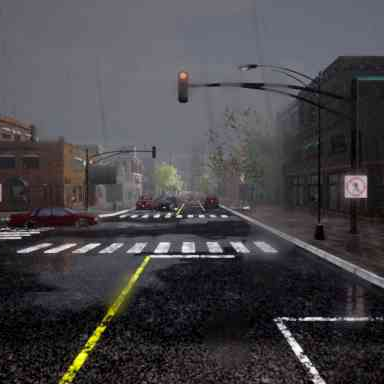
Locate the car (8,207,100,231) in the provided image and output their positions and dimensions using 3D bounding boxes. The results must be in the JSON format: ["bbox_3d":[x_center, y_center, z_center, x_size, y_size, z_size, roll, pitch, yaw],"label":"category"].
[{"bbox_3d":[-8.720,1.653,21.377,5.357,1.411,2.033,-1,1,-12],"label":"car"}]

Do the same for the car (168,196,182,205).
[{"bbox_3d":[-2.989,1.478,58.827,2.128,1.511,4.902,0,0,0],"label":"car"}]

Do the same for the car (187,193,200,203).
[{"bbox_3d":[0.015,1.476,67.431,2.128,1.511,4.902,0,0,0],"label":"car"}]

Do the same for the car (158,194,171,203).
[{"bbox_3d":[-5.678,1.299,69.165,2.192,1.841,5.009,-1,0,0],"label":"car"}]

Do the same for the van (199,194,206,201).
[{"bbox_3d":[2.706,1.320,85.795,1.690,1.788,3.998,-1,0,0],"label":"van"}]

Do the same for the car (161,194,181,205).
[{"bbox_3d":[-3.056,1.467,48.697,1.882,1.535,5.008,0,0,0],"label":"car"}]

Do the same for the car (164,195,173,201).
[{"bbox_3d":[-5.674,1.525,80.253,1.887,1.381,4.507,-1,0,0],"label":"car"}]

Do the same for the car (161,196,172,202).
[{"bbox_3d":[-5.675,1.548,74.709,1.947,1.339,4.313,-1,0,0],"label":"car"}]

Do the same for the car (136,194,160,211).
[{"bbox_3d":[-5.684,1.306,41.445,2.192,1.841,5.009,-1,0,0],"label":"car"}]

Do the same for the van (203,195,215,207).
[{"bbox_3d":[2.699,1.329,52.531,1.690,1.788,3.998,-1,0,0],"label":"van"}]

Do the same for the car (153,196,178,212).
[{"bbox_3d":[-3.085,1.556,38.897,1.994,1.385,4.181,0,0,0],"label":"car"}]

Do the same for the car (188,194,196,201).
[{"bbox_3d":[0.018,1.356,77.847,1.882,1.535,5.008,0,0,0],"label":"car"}]

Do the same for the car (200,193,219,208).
[{"bbox_3d":[2.697,1.305,46.987,2.192,1.841,5.009,-1,0,0],"label":"car"}]

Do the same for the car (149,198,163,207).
[{"bbox_3d":[-5.680,1.570,52.533,1.802,1.307,4.206,-1,0,0],"label":"car"}]

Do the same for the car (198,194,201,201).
[{"bbox_3d":[2.703,1.536,63.619,2.008,1.369,4.403,-1,0,0],"label":"car"}]
